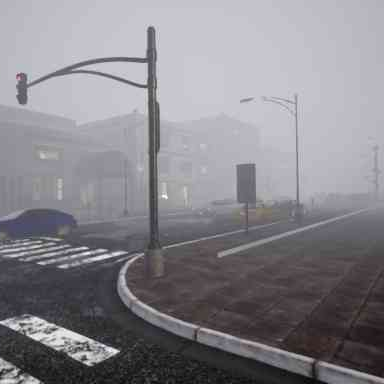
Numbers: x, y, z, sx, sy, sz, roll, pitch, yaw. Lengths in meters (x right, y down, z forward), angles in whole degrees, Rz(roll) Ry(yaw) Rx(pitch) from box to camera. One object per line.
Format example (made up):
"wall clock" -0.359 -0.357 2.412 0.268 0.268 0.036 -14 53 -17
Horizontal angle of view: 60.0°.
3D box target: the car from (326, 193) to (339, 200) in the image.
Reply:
"car" 30.143 0.935 71.333 1.802 1.307 4.206 -1 0 36

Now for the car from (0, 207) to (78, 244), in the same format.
"car" -7.715 1.467 15.662 1.812 1.442 4.674 -1 0 41

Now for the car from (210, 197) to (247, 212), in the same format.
"car" 3.985 1.290 35.415 1.752 1.417 4.829 -1 0 36

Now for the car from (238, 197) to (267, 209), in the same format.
"car" 7.343 1.293 40.026 1.802 1.307 4.206 -1 0 36

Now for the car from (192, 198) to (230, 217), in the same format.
"car" 1.989 1.385 28.283 1.895 1.301 4.718 -1 0 36

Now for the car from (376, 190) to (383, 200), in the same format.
"car" 33.654 0.570 61.925 2.192 1.841 5.009 -1 0 36

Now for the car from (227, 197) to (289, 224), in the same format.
"car" 4.441 1.242 21.811 1.752 1.417 4.829 -1 0 36

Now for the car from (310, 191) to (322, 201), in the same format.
"car" 23.625 0.769 62.388 2.192 1.841 5.009 -1 0 36

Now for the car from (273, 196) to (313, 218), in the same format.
"car" 7.599 1.217 26.146 2.008 1.369 4.403 -1 0 36

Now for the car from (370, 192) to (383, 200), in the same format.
"car" 36.914 0.771 66.398 1.947 1.339 4.313 -1 0 36

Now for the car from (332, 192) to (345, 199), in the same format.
"car" 33.399 0.743 75.805 1.967 1.590 4.097 -1 0 36

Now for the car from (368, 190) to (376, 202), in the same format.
"car" 27.053 0.860 52.098 1.837 1.490 4.892 -1 0 36

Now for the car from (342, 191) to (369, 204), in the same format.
"car" 22.927 0.898 46.443 1.882 1.535 5.008 -1 0 36

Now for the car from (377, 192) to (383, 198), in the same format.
"car" 43.254 0.652 75.091 1.887 1.381 4.507 -1 0 36

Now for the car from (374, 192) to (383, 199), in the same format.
"car" 40.171 0.721 70.871 1.947 1.339 4.313 -1 0 36

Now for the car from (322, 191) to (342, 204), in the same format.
"car" 21.414 0.811 49.532 2.097 1.767 4.553 -1 0 36

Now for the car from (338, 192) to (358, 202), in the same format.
"car" 26.651 0.869 56.728 2.128 1.511 4.902 -1 0 36
